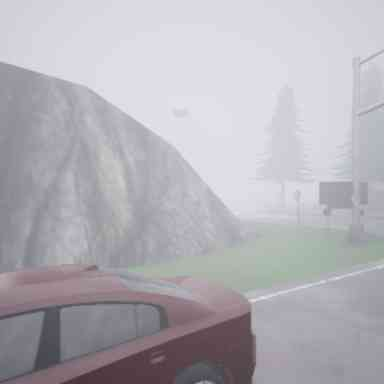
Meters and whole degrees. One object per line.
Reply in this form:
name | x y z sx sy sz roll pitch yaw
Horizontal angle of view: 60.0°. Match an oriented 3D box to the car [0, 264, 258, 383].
car | -1.654 1.478 2.785 5.008 1.535 1.882 0 0 -35
